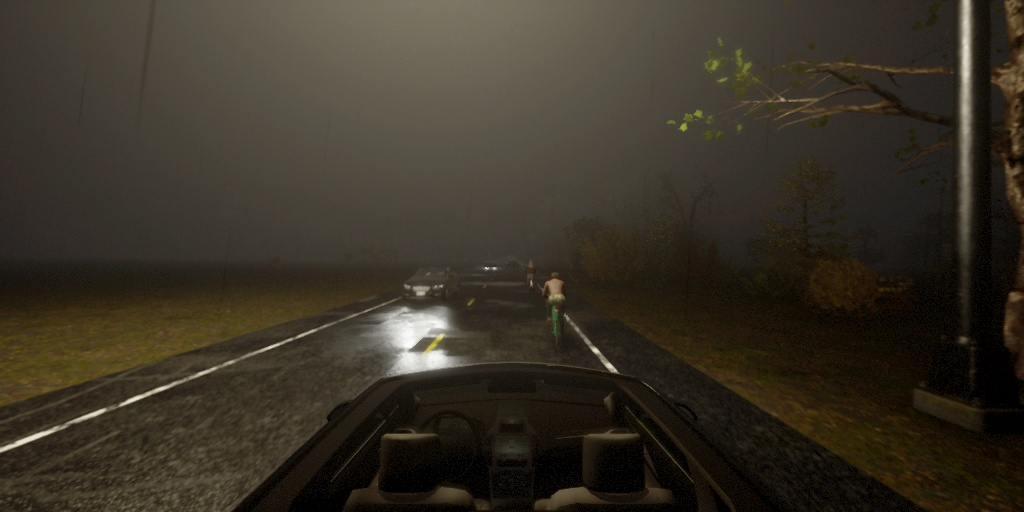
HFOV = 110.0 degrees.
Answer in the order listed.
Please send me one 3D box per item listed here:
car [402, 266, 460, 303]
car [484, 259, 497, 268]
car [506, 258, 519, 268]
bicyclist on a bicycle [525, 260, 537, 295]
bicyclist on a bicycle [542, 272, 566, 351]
[{"bbox_3d":[-3.591,1.210,16.585,2.128,1.511,4.902,0,0,0],"label":"car"},{"bbox_3d":[-3.525,1.195,59.463,1.994,1.385,4.181,0,0,0],"label":"car"},{"bbox_3d":[0.131,1.204,55.715,1.994,1.385,4.181,0,0,0],"label":"car"},{"bbox_3d":[0.972,1.085,18.579,0.659,1.776,1.843,0,0,0],"label":"bicyclist on a bicycle"},{"bbox_3d":[0.966,1.189,8.029,0.582,1.620,1.656,0,0,0],"label":"bicyclist on a bicycle"}]
